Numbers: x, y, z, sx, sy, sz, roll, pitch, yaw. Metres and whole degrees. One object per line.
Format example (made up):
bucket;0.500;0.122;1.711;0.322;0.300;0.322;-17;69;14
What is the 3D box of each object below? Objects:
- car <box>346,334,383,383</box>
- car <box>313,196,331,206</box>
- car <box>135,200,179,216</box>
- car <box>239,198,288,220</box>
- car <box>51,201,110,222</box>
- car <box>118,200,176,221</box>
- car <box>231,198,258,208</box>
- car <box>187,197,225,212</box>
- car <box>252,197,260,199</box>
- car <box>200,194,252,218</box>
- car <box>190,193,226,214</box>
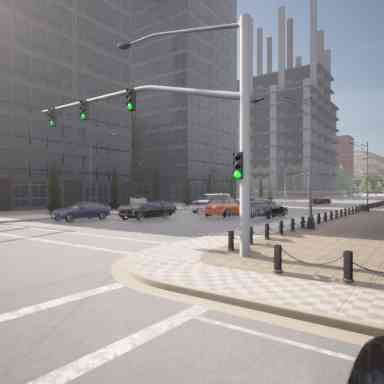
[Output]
car;3.036;1.564;1.803;4.181;1.385;1.994;0;0;36
car;21.627;1.422;55.094;1.882;1.535;5.008;0;0;36
car;-3.389;1.508;32.682;1.994;1.385;4.181;0;0;36
car;6.271;1.492;27.787;2.033;1.411;5.357;0;0;36
car;-8.468;1.470;25.645;1.812;1.442;4.674;0;0;38
car;-3.599;1.545;26.404;1.895;1.301;4.718;0;0;36
car;7.596;1.545;47.893;1.895;1.301;4.718;0;0;36
car;1.751;1.436;39.809;2.128;1.511;4.902;0;0;36
car;8.210;1.422;42.772;1.882;1.535;5.008;0;0;36
car;3.060;1.296;29.315;2.097;1.767;4.553;0;0;36
car;2.109;1.166;34.319;2.150;2.045;5.566;0;0;36
